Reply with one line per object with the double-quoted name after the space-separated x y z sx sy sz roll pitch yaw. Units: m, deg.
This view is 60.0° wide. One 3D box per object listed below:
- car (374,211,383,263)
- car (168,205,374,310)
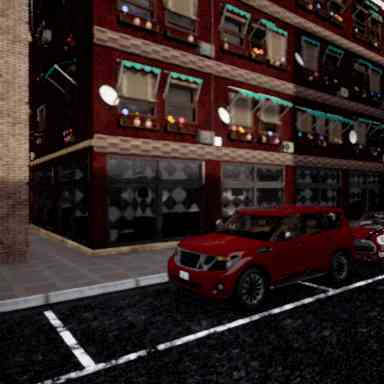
6.482 1.374 11.189 4.097 1.590 1.967 0 0 -36 "car"
1.896 1.281 7.913 5.009 1.841 2.192 0 0 -36 "car"
